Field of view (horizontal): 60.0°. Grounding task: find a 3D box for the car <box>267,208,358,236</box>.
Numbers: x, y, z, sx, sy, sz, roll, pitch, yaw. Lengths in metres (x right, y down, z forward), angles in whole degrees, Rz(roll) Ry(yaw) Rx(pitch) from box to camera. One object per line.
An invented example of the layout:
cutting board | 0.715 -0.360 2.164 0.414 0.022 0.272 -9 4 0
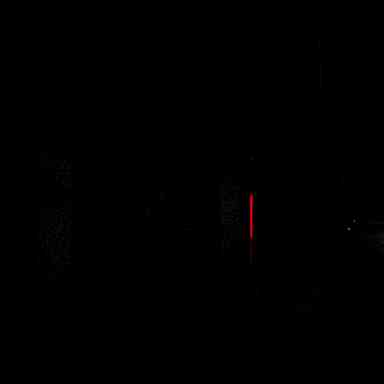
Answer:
car | 6.737 1.600 18.922 1.895 1.301 4.718 0 0 -39

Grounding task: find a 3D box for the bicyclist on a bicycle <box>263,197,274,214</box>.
bicyclist on a bicycle | 7.383 1.348 32.117 1.656 1.620 0.582 0 0 -36
